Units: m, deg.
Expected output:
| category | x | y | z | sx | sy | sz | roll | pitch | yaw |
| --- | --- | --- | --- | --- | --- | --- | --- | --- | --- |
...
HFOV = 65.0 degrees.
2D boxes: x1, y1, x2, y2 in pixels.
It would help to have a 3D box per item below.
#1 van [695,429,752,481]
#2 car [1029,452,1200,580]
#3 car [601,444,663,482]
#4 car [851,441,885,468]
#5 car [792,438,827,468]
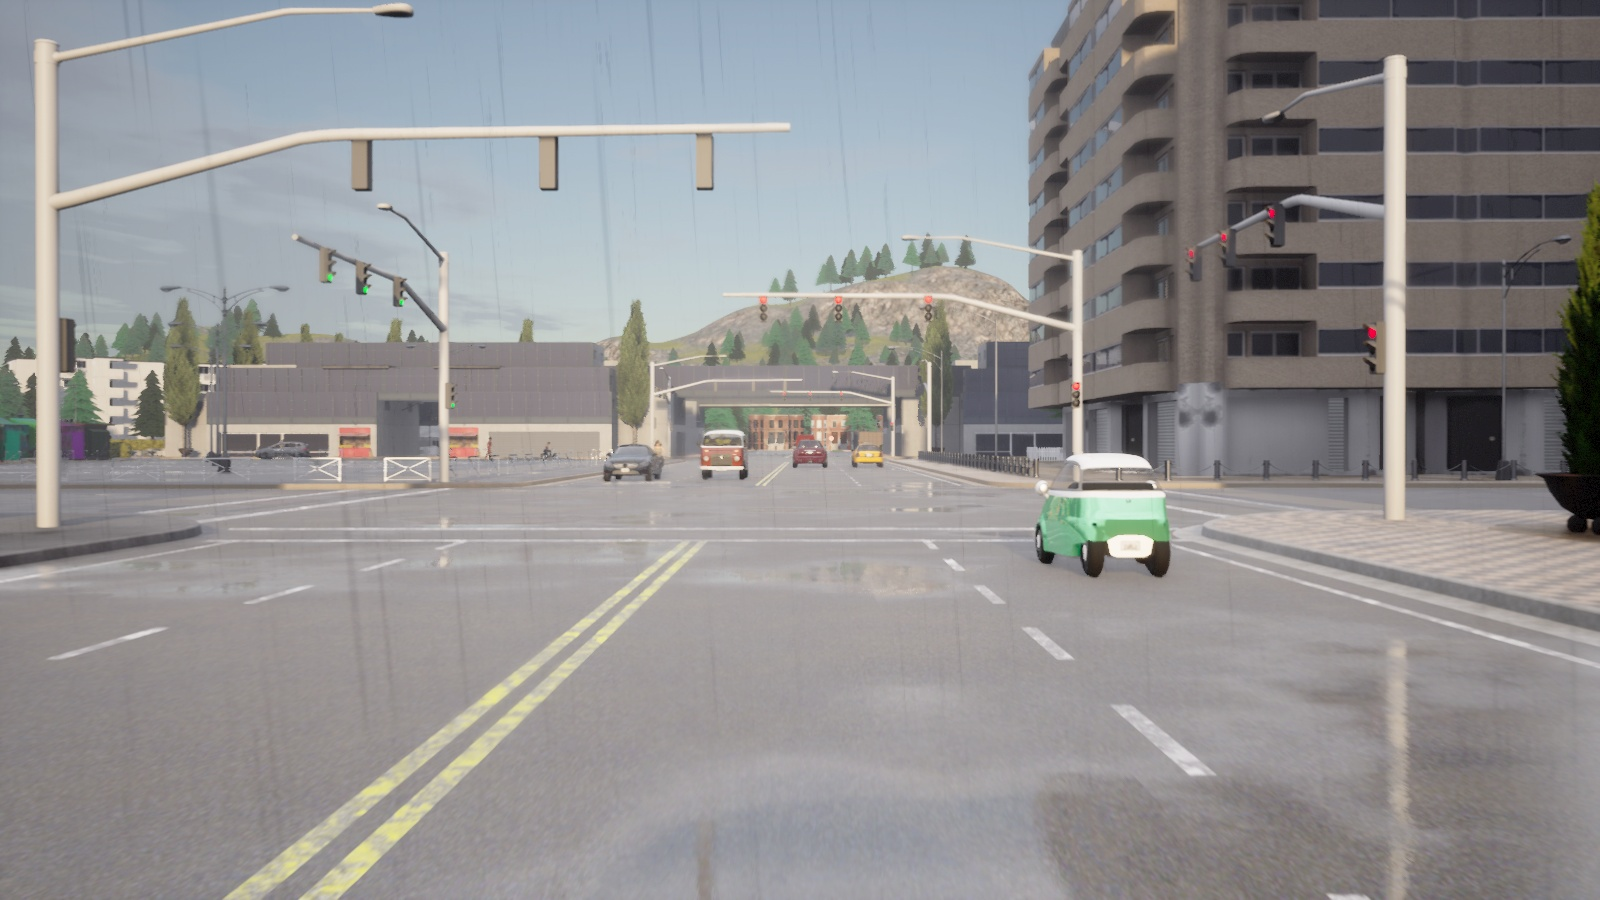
| category | x | y | z | sx | sy | sz | roll | pitch | yaw |
| --- | --- | --- | --- | --- | --- | --- | --- | --- | --- |
| van | -3.097 | 0.175 | 51.784 | 2.069 | 2.038 | 4.480 | 0 | 0 | 0 |
| car | 3.626 | 0.722 | 14.780 | 1.481 | 1.376 | 2.207 | 0 | 0 | 0 |
| car | -6.613 | 0.486 | 49.796 | 1.812 | 1.442 | 4.674 | 0 | 0 | 0 |
| car | 4.087 | 0.258 | 76.440 | 1.801 | 1.575 | 5.366 | 0 | 0 | 0 |
| car | 0.591 | 0.171 | 77.071 | 2.097 | 1.767 | 4.553 | 0 | 0 | 0 |
